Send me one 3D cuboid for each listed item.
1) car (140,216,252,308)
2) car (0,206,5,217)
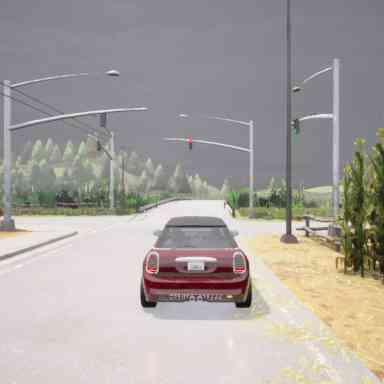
[{"bbox_3d":[0.096,1.352,8.091,2.097,1.767,4.553,0,0,1],"label":"car"},{"bbox_3d":[-16.545,1.186,23.849,5.566,2.045,2.150,0,0,3],"label":"car"}]
